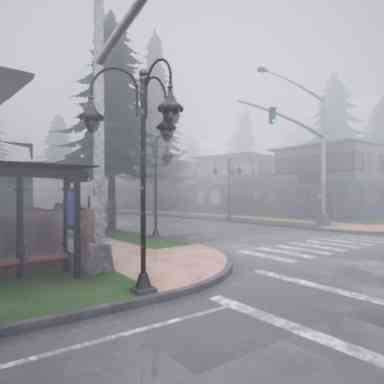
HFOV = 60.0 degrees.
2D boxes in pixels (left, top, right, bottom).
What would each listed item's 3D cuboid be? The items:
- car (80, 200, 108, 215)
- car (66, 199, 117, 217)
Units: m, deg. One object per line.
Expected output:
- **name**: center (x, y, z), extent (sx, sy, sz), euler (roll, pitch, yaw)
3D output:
- **car**: center (-9.224, 1.479, 26.647), extent (4.892, 1.490, 1.837), euler (0, 0, 38)
- **car**: center (-9.568, 1.464, 31.569), extent (4.902, 1.511, 2.128), euler (0, 0, 36)
